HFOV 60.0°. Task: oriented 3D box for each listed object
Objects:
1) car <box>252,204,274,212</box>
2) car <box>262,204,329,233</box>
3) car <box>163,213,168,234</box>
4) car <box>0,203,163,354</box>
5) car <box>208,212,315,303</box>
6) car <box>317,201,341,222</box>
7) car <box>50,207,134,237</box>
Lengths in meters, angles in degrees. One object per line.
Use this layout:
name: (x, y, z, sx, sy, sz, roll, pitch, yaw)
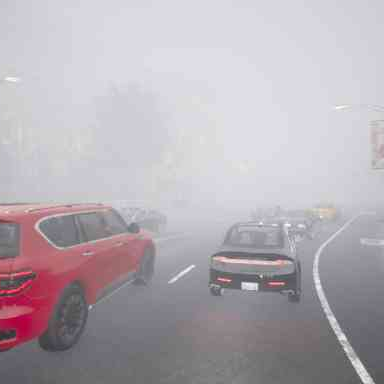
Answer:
car: (6.214, 1.601, 25.493, 1.895, 1.301, 4.718, 0, 0, 30)
car: (5.551, 1.547, 17.309, 2.033, 1.411, 5.357, 0, 0, 29)
car: (-2.959, 1.492, 16.268, 2.128, 1.511, 4.902, 0, 0, 26)
car: (-2.448, 1.222, 6.466, 2.150, 2.045, 5.566, 0, 0, 11)
car: (1.691, 1.492, 8.355, 2.128, 1.511, 4.902, 0, 0, 15)
car: (10.572, 1.456, 26.265, 1.801, 1.575, 5.366, 0, 0, 30)
car: (-5.508, 1.601, 19.057, 1.895, 1.301, 4.718, 0, 0, 27)
